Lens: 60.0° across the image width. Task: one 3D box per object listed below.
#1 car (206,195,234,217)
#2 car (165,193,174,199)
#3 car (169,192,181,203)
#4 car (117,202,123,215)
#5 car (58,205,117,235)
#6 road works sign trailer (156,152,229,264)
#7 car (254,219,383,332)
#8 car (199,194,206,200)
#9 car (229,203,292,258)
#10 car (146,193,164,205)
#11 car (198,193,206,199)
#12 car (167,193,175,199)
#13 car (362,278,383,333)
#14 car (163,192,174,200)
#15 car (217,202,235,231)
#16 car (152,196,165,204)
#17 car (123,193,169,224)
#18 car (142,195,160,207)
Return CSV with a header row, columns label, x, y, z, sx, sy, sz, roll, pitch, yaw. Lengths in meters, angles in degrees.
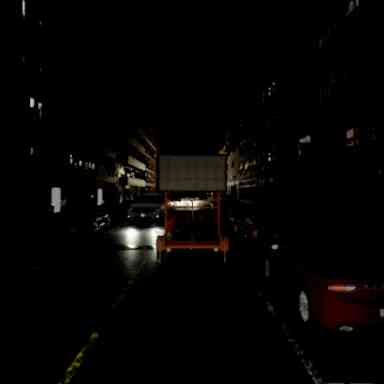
label,x,y,z,sx,sy,sz,roll,pitch,yaw
car,2.695,1.175,29.341,2.192,1.841,5.009,0,0,0
car,-5.683,1.016,85.709,1.967,1.590,4.097,0,0,0
car,-3.026,1.242,62.695,2.033,1.411,5.357,0,0,1
car,-5.687,1.387,29.176,1.752,1.417,4.829,0,0,0
car,-5.689,1.481,18.073,1.947,1.339,4.313,0,0,0
road works sign trailer,0.015,0.410,11.578,2.380,3.560,2.880,0,0,0
car,2.692,1.513,6.797,1.887,1.381,4.507,0,0,0
car,2.697,1.130,80.239,1.752,1.417,4.829,0,0,0
car,2.692,1.382,12.433,1.967,1.590,4.097,0,0,0
car,-5.685,1.064,51.892,2.192,1.841,5.009,0,0,0
car,2.697,1.092,91.342,1.887,1.381,4.507,0,0,0
car,-5.683,1.092,91.347,1.887,1.381,4.507,0,0,0
car,2.691,1.560,1.161,1.947,1.339,4.313,0,0,0
car,-5.683,0.920,80.073,2.192,1.841,5.009,0,0,0
car,2.693,1.466,18.069,2.008,1.369,4.403,0,0,0
car,-5.686,1.302,57.529,1.802,1.307,4.206,0,0,0
car,-3.100,1.113,23.689,2.150,2.045,5.566,0,0,0
car,-5.686,1.217,46.256,1.967,1.590,4.097,0,0,0
